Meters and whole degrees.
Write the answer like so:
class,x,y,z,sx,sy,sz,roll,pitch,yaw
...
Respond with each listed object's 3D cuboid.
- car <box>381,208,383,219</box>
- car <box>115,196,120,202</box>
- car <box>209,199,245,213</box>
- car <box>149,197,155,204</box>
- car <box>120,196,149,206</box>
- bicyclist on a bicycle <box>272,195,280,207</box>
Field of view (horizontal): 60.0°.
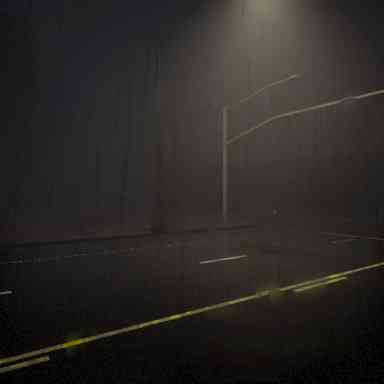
class,x,y,z,sx,sy,sz,roll,pitch,yaw
car,15.679,1.526,22.897,4.674,1.442,1.812,0,0,41
car,-14.367,1.468,69.122,1.812,1.442,4.674,0,0,-36
car,3.887,1.491,37.355,2.128,1.511,4.902,0,0,-36
car,-8.559,1.564,61.070,1.994,1.385,4.181,0,0,-35
car,-9.742,1.492,56.504,2.128,1.511,4.902,0,0,-35
bicyclist on a bicycle,11.543,1.303,45.535,1.656,1.620,0.582,0,0,-36
